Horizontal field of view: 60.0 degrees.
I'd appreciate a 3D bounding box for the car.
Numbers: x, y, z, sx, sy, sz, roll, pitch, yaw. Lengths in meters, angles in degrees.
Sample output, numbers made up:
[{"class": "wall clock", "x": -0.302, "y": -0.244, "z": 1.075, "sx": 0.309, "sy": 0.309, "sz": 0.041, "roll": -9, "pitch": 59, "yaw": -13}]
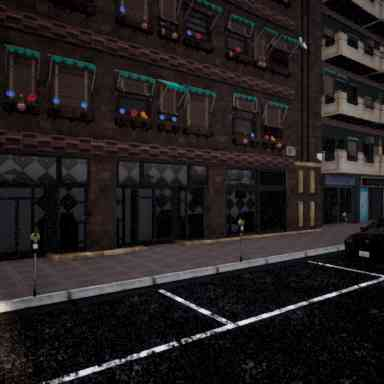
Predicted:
[{"class": "car", "x": 7.146, "y": 1.565, "z": 11.636, "sx": 4.313, "sy": 1.339, "sz": 1.947, "roll": 0, "pitch": 0, "yaw": -35}]
